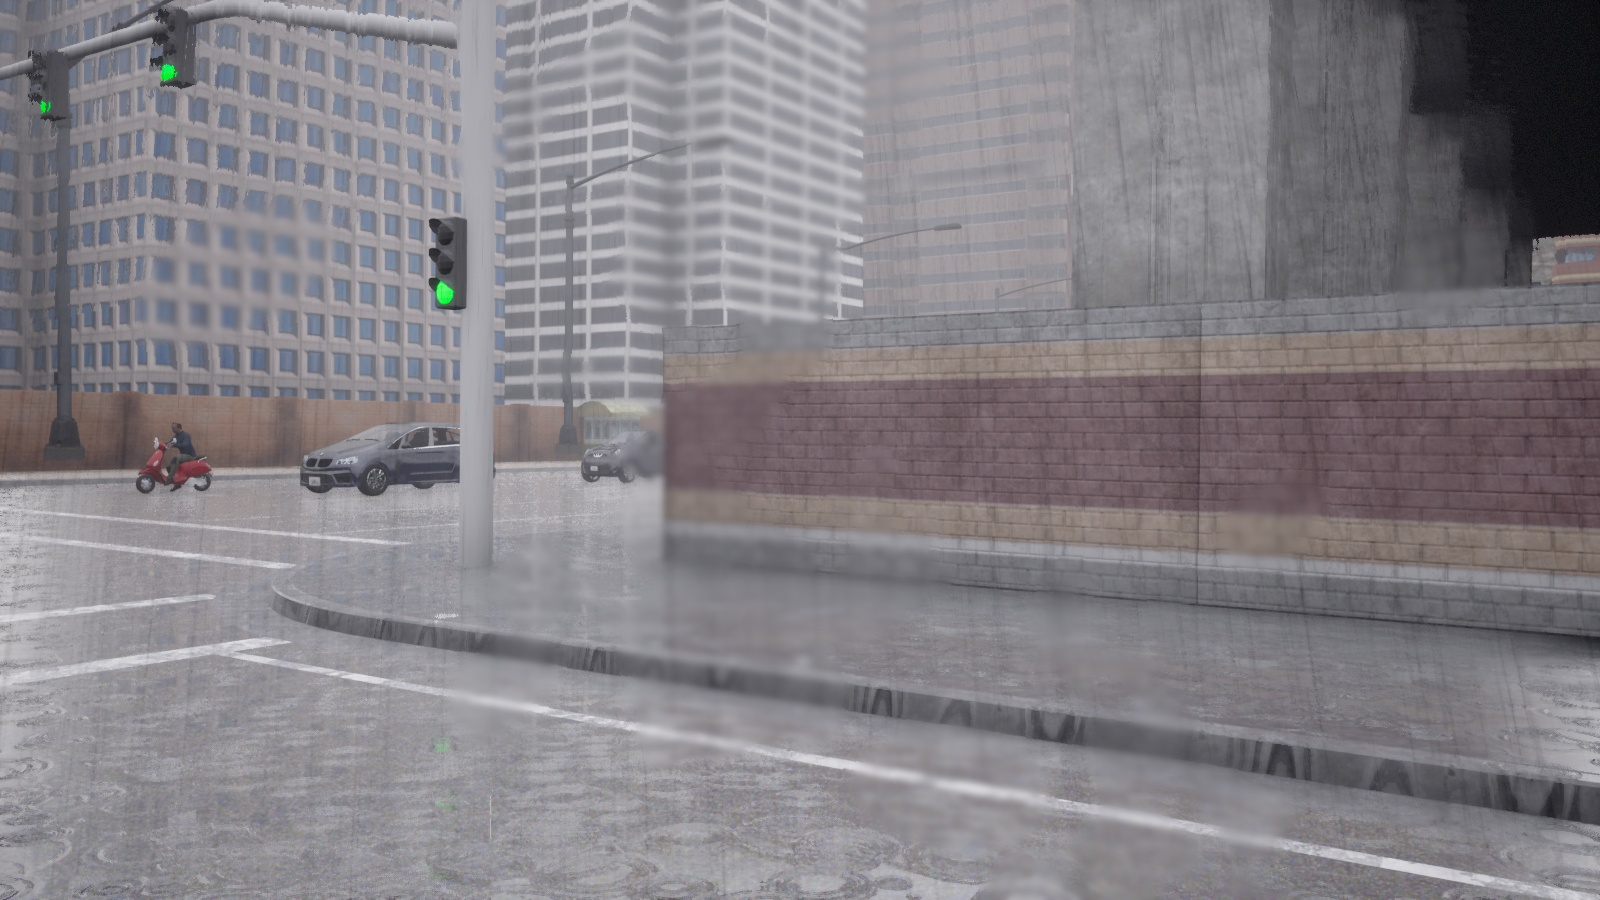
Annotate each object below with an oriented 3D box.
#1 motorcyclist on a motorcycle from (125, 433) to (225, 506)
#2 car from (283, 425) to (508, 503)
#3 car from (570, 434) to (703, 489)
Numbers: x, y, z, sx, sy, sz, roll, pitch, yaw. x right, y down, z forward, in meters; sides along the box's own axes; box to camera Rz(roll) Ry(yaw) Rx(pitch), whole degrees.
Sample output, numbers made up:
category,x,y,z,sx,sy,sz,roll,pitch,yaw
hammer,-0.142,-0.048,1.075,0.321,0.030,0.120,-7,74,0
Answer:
category,x,y,z,sx,sy,sz,roll,pitch,yaw
motorcyclist on a motorcycle,-14.162,0.424,28.516,0.866,1.590,1.817,0,1,34
car,-9.350,0.259,29.396,2.242,1.667,4.611,0,1,34
car,-4.681,0.292,36.289,1.845,1.501,3.633,0,1,34
